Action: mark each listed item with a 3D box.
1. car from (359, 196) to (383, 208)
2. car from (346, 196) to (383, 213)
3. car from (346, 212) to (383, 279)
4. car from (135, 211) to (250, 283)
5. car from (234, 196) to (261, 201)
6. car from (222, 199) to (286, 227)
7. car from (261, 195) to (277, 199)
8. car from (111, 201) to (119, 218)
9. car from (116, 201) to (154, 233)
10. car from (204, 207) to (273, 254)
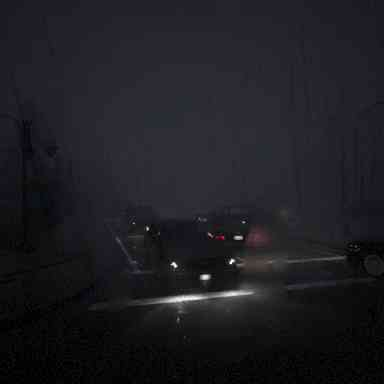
[{"bbox_3d":[23.857,1.273,43.239,1.845,1.501,3.633,0,0,-17],"label":"car"},{"bbox_3d":[15.568,1.356,29.241,1.970,1.475,3.806,0,0,-17],"label":"car"},{"bbox_3d":[6.555,1.475,8.244,5.008,1.535,1.882,0,0,39],"label":"car"},{"bbox_3d":[-0.369,1.543,10.128,2.033,1.411,5.357,0,0,-15],"label":"car"},{"bbox_3d":[7.307,1.287,46.187,2.007,1.523,4.514,0,0,-17],"label":"car"},{"bbox_3d":[2.839,1.466,19.897,5.357,1.411,2.033,-3,1,-16],"label":"car"},{"bbox_3d":[10.294,1.277,47.147,2.152,1.636,5.027,0,0,-17],"label":"car"},{"bbox_3d":[-6.290,1.515,30.106,2.033,1.411,5.357,0,0,-17],"label":"car"},{"bbox_3d":[-3.116,1.529,19.958,2.033,1.411,5.357,0,0,-17],"label":"car"},{"bbox_3d":[1.350,1.538,13.358,2.033,1.411,5.357,0,0,-4],"label":"car"}]
